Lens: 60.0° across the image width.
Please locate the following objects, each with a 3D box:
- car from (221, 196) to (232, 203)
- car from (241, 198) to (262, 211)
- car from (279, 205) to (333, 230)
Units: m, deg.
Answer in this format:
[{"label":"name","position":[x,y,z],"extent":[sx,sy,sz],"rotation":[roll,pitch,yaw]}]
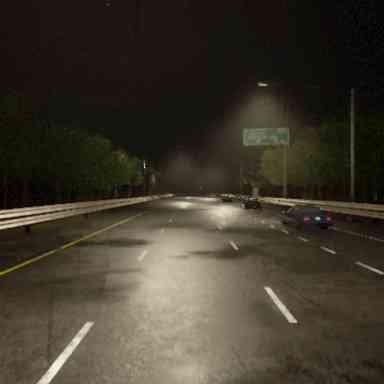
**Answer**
[{"label":"car","position":[7.205,1.497,69.644],"extent":[1.994,1.385,4.181],"rotation":[0,0,0]},{"label":"car","position":[7.090,1.468,40.082],"extent":[2.128,1.511,4.902],"rotation":[0,0,0]},{"label":"car","position":[7.027,1.543,21.056],"extent":[2.033,1.411,5.357],"rotation":[0,0,0]}]
